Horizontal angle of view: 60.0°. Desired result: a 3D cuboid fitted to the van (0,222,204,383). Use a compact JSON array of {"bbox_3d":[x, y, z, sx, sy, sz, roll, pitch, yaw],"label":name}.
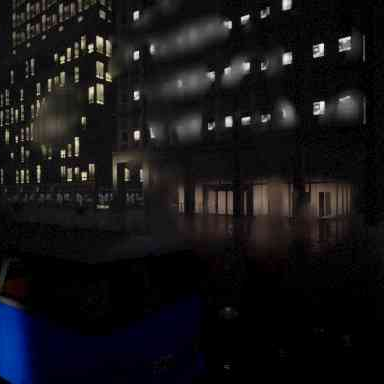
[{"bbox_3d":[-1.774,1.342,4.150,3.998,1.788,1.690,0,0,36],"label":"van"}]
